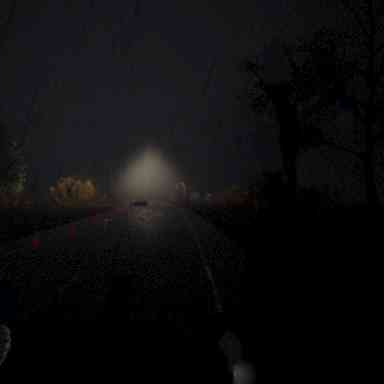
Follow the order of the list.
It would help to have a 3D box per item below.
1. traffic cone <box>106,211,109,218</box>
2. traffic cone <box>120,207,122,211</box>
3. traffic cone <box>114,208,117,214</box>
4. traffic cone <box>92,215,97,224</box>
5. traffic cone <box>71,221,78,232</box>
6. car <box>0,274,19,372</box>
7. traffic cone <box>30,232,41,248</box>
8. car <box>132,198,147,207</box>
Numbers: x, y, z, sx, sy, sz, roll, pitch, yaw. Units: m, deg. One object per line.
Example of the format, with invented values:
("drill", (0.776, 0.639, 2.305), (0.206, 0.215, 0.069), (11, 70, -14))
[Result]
("traffic cone", (-7.225, 1.929, 28.358), (0.340, 0.580, 0.340), (0, 0, -5))
("traffic cone", (-8.154, 1.936, 38.230), (0.340, 0.580, 0.340), (0, 0, -6))
("traffic cone", (-7.656, 1.931, 33.297), (0.340, 0.580, 0.340), (0, 0, -5))
("traffic cone", (-6.860, 1.929, 23.413), (0.340, 0.580, 0.340), (0, 0, -4))
("traffic cone", (-6.563, 1.932, 18.464), (0.340, 0.580, 0.340), (0, 0, -3))
("car", (-3.241, 1.523, 2.778), (1.812, 1.442, 4.674), (0, 0, -1))
("traffic cone", (-6.332, 1.938, 13.511), (0.340, 0.580, 0.340), (0, 0, -2))
("car", (-8.347, 1.607, 52.535), (1.895, 1.301, 4.718), (0, 0, -16))
